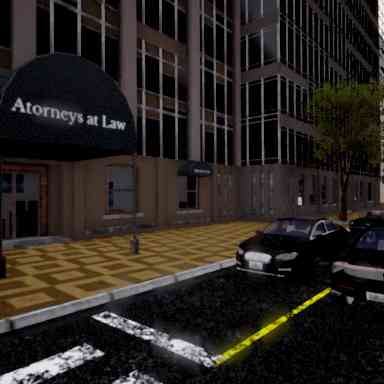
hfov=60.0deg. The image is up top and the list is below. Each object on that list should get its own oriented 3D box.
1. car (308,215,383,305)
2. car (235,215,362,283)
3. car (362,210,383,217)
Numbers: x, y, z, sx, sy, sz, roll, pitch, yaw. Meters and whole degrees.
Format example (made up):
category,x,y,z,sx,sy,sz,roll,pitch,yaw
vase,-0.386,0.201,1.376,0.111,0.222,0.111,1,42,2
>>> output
category,x,y,z,sx,sy,sz,roll,pitch,yaw
car,4.587,1.495,7.231,2.128,1.511,4.902,-1,0,41
car,3.172,1.522,9.945,2.128,1.511,4.902,-1,0,41
car,9.936,1.634,17.696,1.895,1.301,4.718,-1,-1,41
